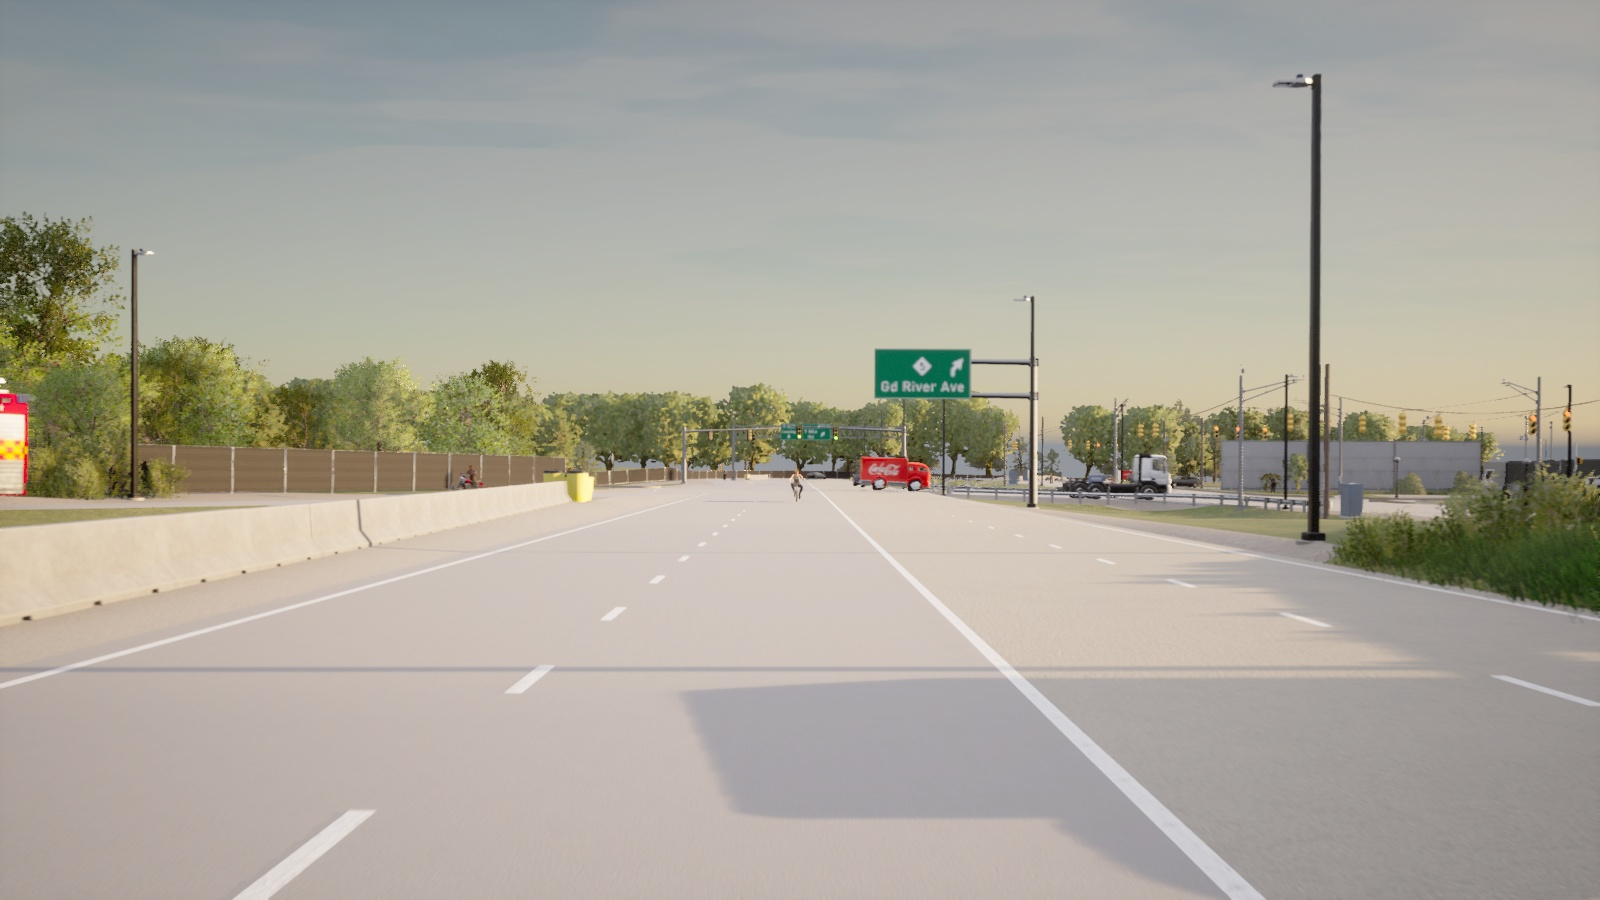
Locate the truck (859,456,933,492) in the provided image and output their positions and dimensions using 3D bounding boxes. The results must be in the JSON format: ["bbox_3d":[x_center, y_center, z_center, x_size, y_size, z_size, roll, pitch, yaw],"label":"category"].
[{"bbox_3d":[7.071,1.786,93.345,5.204,2.467,2.627,3,-1,0],"label":"truck"}]

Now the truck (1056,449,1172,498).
[{"bbox_3d":[23.276,1.748,93.345,7.936,3.462,2.891,1,-1,1],"label":"truck"}]

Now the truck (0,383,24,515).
[{"bbox_3d":[-26.008,-0.110,33.742,2.891,3.827,8.468,0,-1,27],"label":"truck"}]

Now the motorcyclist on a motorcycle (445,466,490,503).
[{"bbox_3d":[-15.238,1.576,57.578,0.766,1.649,2.350,0,-1,21],"label":"motorcyclist on a motorcycle"}]
